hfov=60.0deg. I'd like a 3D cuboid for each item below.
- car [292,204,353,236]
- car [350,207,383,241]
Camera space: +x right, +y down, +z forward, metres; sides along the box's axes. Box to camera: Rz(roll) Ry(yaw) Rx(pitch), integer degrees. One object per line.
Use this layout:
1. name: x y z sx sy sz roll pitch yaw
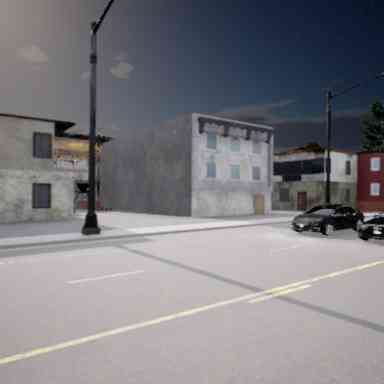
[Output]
1. car: 7.386 1.422 17.848 4.892 1.490 1.837 0 0 -35
2. car: 9.288 1.484 14.906 4.181 1.385 1.994 0 0 -35
